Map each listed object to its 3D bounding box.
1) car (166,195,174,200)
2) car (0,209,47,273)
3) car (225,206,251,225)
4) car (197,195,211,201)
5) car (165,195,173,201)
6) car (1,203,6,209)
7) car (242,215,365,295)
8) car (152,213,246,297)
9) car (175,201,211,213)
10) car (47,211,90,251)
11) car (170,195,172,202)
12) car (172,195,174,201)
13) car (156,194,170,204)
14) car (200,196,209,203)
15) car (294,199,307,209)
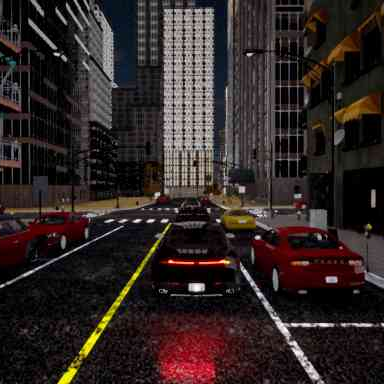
[{"bbox_3d":[-5.871,1.541,90.944,1.887,1.381,4.507,-1,0,0],"label":"car"},{"bbox_3d":[-5.716,1.439,8.586,1.967,1.590,4.097,-1,0,0],"label":"car"},{"bbox_3d":[2.644,1.522,19.805,1.752,1.417,4.829,-1,0,0],"label":"car"},{"bbox_3d":[2.561,1.435,63.161,1.967,1.590,4.097,-1,0,0],"label":"car"},{"bbox_3d":[-5.861,1.521,85.215,1.752,1.417,4.829,-1,0,0],"label":"car"},{"bbox_3d":[-23.921,1.744,38.386,4.097,1.590,1.967,-1,1,-1],"label":"car"},{"bbox_3d":[2.666,1.543,8.589,1.887,1.381,4.507,-1,0,0],"label":"car"},{"bbox_3d":[0.082,1.503,8.518,1.837,1.490,4.892,0,0,0],"label":"car"},{"bbox_3d":[0.061,1.475,18.791,1.882,1.535,5.008,0,0,0],"label":"car"},{"bbox_3d":[-5.725,1.542,14.110,1.887,1.381,4.507,-1,0,0],"label":"car"},{"bbox_3d":[-5.831,1.310,68.707,2.192,1.841,5.009,-1,0,0],"label":"car"},{"bbox_3d":[-5.842,1.311,74.266,2.192,1.841,5.009,-1,0,0],"label":"car"},{"bbox_3d":[-5.818,1.540,63.147,1.887,1.381,4.507,-1,0,0],"label":"car"},{"bbox_3d":[2.551,1.520,68.891,1.752,1.417,4.829,-1,0,0],"label":"car"},{"bbox_3d":[14.178,1.254,38.782,4.507,1.381,1.887,-1,1,-1],"label":"car"}]
